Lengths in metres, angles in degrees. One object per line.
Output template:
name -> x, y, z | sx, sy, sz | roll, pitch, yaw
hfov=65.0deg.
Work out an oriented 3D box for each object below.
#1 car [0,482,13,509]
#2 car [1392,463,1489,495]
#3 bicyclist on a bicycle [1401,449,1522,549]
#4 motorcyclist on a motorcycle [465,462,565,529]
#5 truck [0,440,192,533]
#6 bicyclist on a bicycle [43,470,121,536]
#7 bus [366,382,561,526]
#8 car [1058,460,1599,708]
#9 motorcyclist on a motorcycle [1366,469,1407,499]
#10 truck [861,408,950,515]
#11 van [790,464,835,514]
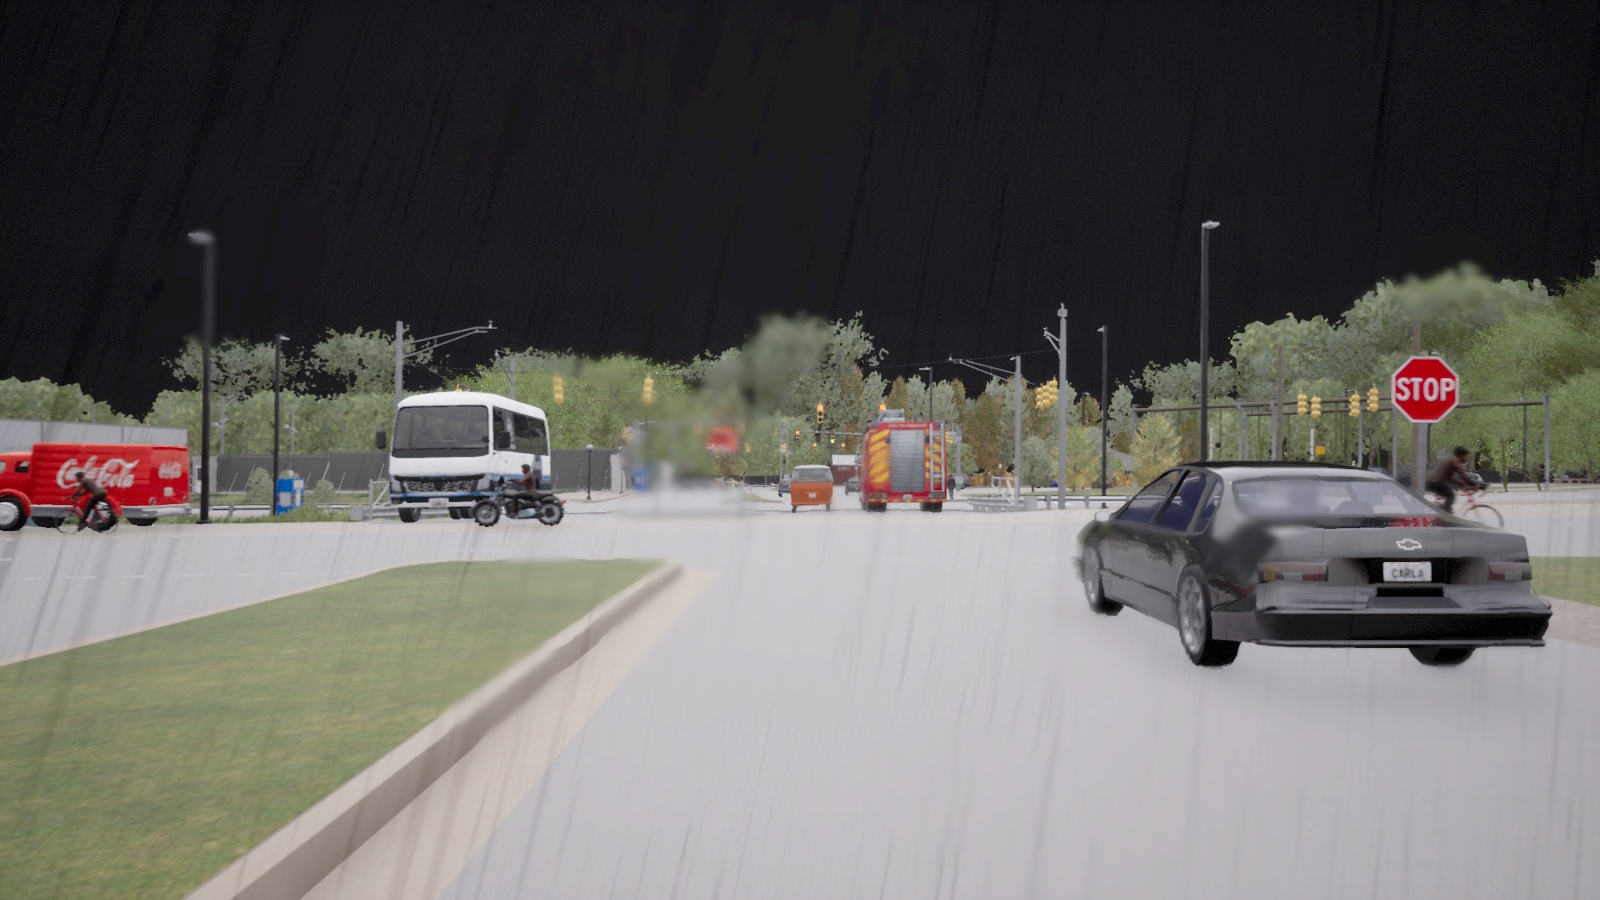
car -> -47.280, 2.581, 70.671 | 4.892, 1.490, 1.837 | 0, -1, 1
car -> 42.180, 1.948, 82.895 | 2.150, 2.045, 5.566 | 1, -3, -24
bicyclist on a bicycle -> 10.830, 0.794, 20.585 | 1.656, 1.620, 0.582 | 0, 0, 1
motorcyclist on a motorcycle -> -7.244, 1.154, 31.967 | 2.350, 1.649, 0.766 | -1, -1, 1
truck -> -20.506, 1.007, 35.641 | 5.204, 2.467, 2.627 | 1, -1, 1
bicyclist on a bicycle -> -18.346, 1.350, 32.110 | 1.656, 1.620, 0.582 | -1, -1, 1
bus -> -11.094, 0.269, 42.911 | 3.944, 4.253, 10.273 | -1, -2, 0
car -> 3.572, 0.791, 9.845 | 2.033, 1.411, 5.357 | 0, -1, 0
motorcyclist on a motorcycle -> 32.589, 1.892, 69.794 | 1.817, 1.590, 0.866 | -1, -1, 0
truck -> 3.998, 0.572, 49.586 | 2.891, 3.827, 8.468 | -1, -2, 1
van -> 0.532, 1.613, 52.805 | 1.775, 1.987, 4.442 | 0, -1, 1
